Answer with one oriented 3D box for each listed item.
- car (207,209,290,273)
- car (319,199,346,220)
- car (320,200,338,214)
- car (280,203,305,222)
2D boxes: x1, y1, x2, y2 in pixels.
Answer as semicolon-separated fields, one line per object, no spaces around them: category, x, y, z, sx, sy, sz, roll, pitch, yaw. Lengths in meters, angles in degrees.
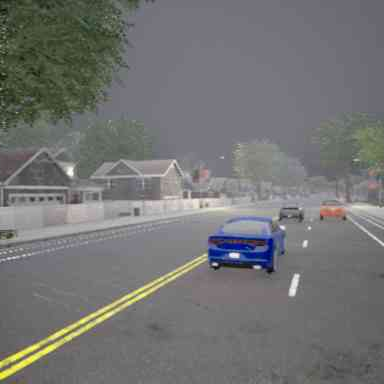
car;2.016;1.561;11.199;1.882;1.535;5.008;0;-1;21
car;12.628;1.536;29.991;2.097;1.767;4.553;0;-1;21
car;16.504;1.730;40.180;1.882;1.535;5.008;0;0;21
car;8.538;1.684;28.362;2.128;1.511;4.902;0;-1;21
